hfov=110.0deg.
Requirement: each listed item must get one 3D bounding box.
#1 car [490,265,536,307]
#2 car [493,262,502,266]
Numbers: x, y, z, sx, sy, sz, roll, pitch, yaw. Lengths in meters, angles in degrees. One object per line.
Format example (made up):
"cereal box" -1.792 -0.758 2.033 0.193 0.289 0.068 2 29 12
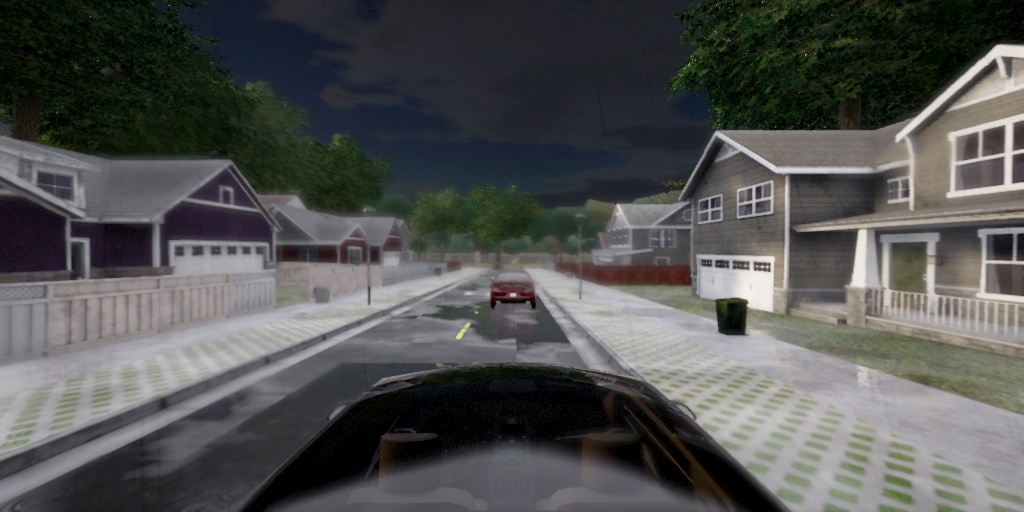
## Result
"car" 0.061 1.361 16.277 1.882 1.535 5.008 0 0 0
"car" -2.475 1.859 65.248 1.994 1.385 4.181 0 -1 0
